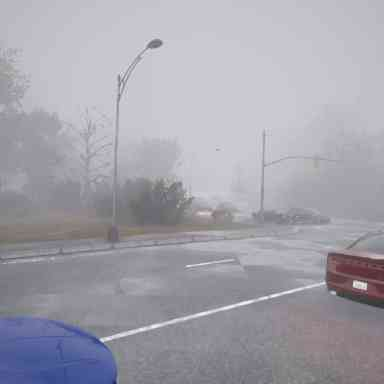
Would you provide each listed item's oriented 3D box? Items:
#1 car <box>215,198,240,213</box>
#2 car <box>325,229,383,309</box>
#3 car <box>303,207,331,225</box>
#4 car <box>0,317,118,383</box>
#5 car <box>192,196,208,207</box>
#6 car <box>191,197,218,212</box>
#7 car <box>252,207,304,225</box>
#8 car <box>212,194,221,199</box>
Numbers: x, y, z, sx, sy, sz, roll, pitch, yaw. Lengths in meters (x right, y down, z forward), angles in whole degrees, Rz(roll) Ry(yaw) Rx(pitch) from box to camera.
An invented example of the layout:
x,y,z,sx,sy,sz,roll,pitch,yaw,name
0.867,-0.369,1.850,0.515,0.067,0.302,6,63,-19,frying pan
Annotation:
x,y,z,sx,sy,sz,roll,pitch,yaw,name
4.906,2.084,45.908,1.837,1.490,4.892,3,0,-17,car
5.016,1.556,7.364,5.008,1.535,1.882,1,-1,-35,car
10.823,2.233,31.478,1.837,1.490,4.892,3,-1,-25,car
-2.839,1.478,1.717,5.008,1.535,1.882,0,0,-36,car
1.344,1.618,59.144,1.837,1.490,4.892,2,3,-11,car
1.274,1.957,45.726,2.033,1.411,5.357,3,0,-18,car
7.478,2.172,30.013,1.895,1.301,4.718,3,-1,-23,car
5.870,1.112,79.193,2.033,1.411,5.357,2,2,-1,car
